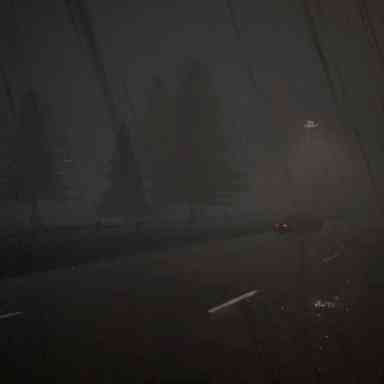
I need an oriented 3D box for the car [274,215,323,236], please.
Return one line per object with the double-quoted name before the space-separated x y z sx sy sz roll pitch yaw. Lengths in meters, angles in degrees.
"car" 7.881 2.357 24.375 2.033 1.411 5.357 -4 -3 39
